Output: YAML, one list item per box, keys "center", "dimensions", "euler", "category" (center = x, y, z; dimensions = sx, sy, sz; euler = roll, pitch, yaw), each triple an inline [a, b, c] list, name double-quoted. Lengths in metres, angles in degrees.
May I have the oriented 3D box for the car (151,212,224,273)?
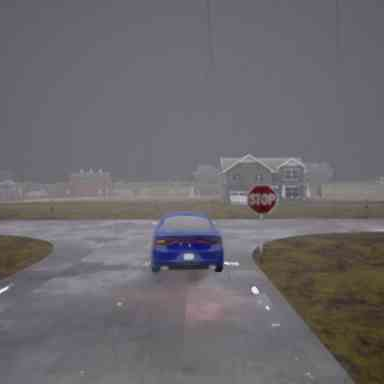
- center: [-0.238, 1.338, 10.300]
  dimensions: [1.882, 1.535, 5.008]
  euler: [0, 1, -4]
  category: "car"
